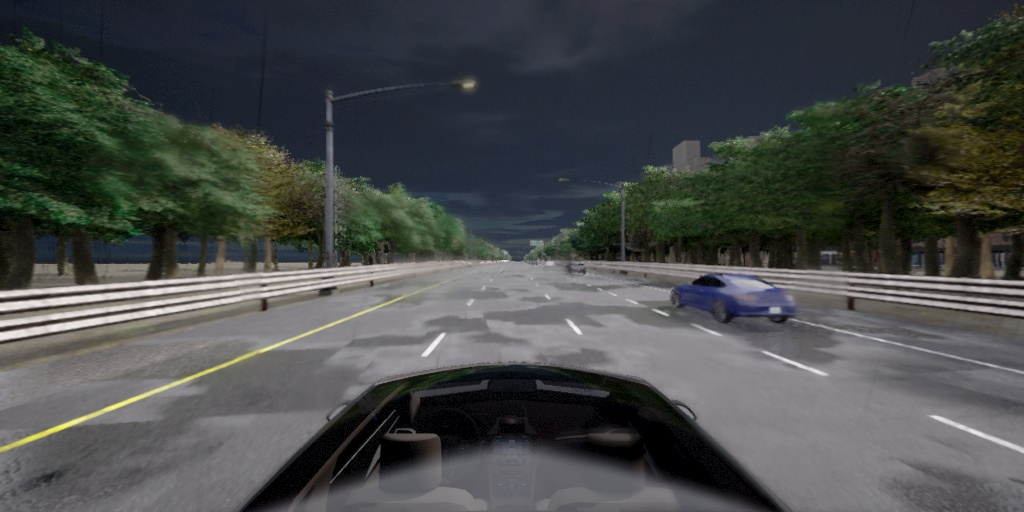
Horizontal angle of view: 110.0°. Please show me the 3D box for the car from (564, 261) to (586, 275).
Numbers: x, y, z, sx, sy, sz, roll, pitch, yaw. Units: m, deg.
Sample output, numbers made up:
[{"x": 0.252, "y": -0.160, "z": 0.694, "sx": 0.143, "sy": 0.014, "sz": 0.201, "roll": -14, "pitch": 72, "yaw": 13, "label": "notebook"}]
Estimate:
[{"x": 7.059, "y": 1.308, "z": 40.390, "sx": 2.128, "sy": 1.511, "sz": 4.902, "roll": 0, "pitch": 0, "yaw": 0, "label": "car"}]

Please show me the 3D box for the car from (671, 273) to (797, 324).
[{"x": 7.007, "y": 1.277, "z": 11.841, "sx": 1.812, "sy": 1.442, "sz": 4.674, "roll": 0, "pitch": 0, "yaw": 0, "label": "car"}]
